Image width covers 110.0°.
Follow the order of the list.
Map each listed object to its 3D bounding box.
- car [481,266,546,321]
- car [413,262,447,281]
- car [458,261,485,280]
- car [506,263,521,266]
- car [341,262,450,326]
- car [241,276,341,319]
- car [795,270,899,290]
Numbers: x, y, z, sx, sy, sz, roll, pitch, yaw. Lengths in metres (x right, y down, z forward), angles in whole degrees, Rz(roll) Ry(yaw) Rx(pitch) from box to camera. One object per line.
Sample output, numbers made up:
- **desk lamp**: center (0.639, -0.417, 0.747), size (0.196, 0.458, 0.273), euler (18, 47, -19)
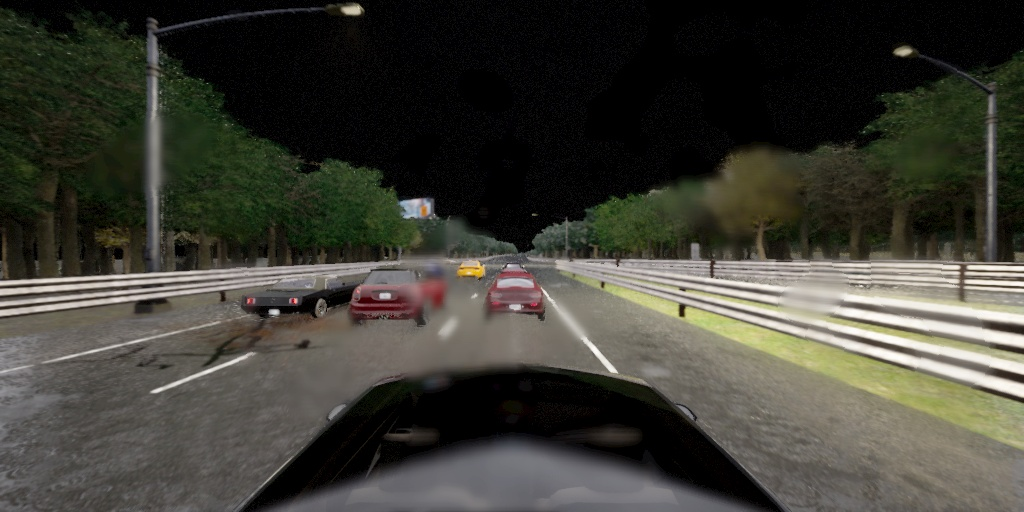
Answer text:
- **car**: center (0.105, 1.257, 12.324), size (1.812, 1.442, 4.674), euler (0, 0, 0)
- **car**: center (-6.874, 1.233, 30.400), size (1.812, 1.442, 4.674), euler (0, 0, 0)
- **car**: center (-3.389, 1.184, 30.762), size (1.882, 1.535, 5.008), euler (0, 0, 0)
- **car**: center (0.112, 1.271, 29.709), size (1.994, 1.385, 4.181), euler (0, 0, 0)
- **car**: center (-3.396, 1.085, 11.734), size (2.097, 1.767, 4.553), euler (0, 0, 0)
- **car**: center (-6.901, 1.332, 12.632), size (1.895, 1.301, 4.718), euler (0, 0, 0)
- **car**: center (17.998, 0.991, 19.444), size (1.994, 1.385, 4.181), euler (0, 0, -17)
